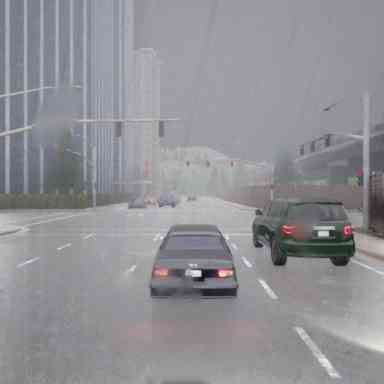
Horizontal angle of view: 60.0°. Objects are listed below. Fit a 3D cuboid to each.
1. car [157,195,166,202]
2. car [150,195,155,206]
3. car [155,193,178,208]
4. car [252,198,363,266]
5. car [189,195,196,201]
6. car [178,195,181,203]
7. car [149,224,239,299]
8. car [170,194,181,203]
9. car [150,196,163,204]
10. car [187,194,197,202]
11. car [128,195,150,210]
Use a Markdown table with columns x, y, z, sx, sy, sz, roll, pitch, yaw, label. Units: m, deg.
| x | y | z | sx | sy | sz | roll | pitch | yaw | label |
| --- | --- | --- | --- | --- | --- | --- | --- | --- | --- |
| -6.980 | 1.512 | 76.589 | 1.812 | 1.442 | 4.674 | 0 | 0 | 0 | car |
| -7.074 | 1.345 | 54.301 | 2.097 | 1.767 | 4.553 | 0 | 0 | 0 | car |
| -3.584 | 1.214 | 47.958 | 2.150 | 2.045 | 5.566 | 0 | 0 | 0 | car |
| 3.574 | 1.220 | 11.663 | 2.150 | 2.045 | 5.566 | 0 | 0 | 1 | car |
| 0.024 | 1.487 | 88.893 | 1.837 | 1.490 | 4.892 | 0 | 0 | 0 | car |
| -3.556 | 1.343 | 59.739 | 2.097 | 1.767 | 4.553 | 0 | 0 | 0 | car |
| 0.057 | 1.546 | 8.630 | 2.033 | 1.411 | 5.357 | 0 | 0 | 1 | car |
| -3.481 | 1.345 | 70.091 | 2.097 | 1.767 | 4.553 | 0 | 0 | 0 | car |
| -7.013 | 1.483 | 66.219 | 2.128 | 1.511 | 4.902 | 0 | 0 | 0 | car |
| 0.021 | 1.344 | 78.648 | 2.097 | 1.767 | 4.553 | 0 | 0 | 0 | car |
| -7.086 | 1.503 | 43.223 | 1.837 | 1.490 | 4.892 | 0 | 0 | 0 | car |
